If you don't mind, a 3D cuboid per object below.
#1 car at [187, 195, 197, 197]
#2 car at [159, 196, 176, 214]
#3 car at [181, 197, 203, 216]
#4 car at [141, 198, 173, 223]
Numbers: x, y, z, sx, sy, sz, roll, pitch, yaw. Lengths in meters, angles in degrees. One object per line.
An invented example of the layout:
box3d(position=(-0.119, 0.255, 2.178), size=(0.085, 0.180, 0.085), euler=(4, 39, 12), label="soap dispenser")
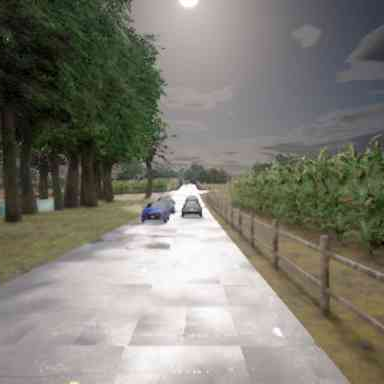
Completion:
box3d(position=(0.026, 1.210, 45.557), size=(1.882, 1.535, 5.008), euler=(0, 1, 0), label="car")
box3d(position=(-2.768, 1.262, 34.304), size=(2.097, 1.767, 4.553), euler=(0, 1, 0), label="car")
box3d(position=(-0.002, 1.506, 31.414), size=(1.994, 1.385, 4.181), euler=(0, 1, 0), label="car")
box3d(position=(-2.764, 1.474, 26.027), size=(1.882, 1.535, 5.008), euler=(0, 0, 0), label="car")
